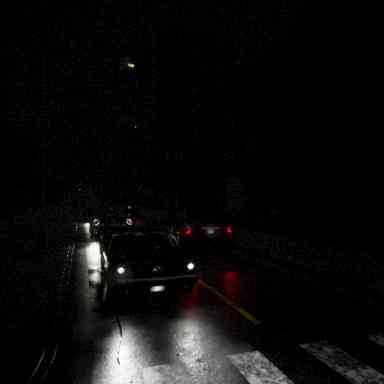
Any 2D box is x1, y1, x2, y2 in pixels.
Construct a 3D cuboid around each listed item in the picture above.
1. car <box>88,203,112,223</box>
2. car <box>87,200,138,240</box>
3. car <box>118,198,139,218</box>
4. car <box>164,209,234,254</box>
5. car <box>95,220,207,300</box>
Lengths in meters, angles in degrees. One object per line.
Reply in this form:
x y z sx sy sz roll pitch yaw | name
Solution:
-8.308 1.793 29.735 1.882 1.535 5.008 1 -1 -18 | car
-4.492 1.509 18.195 2.097 1.767 4.553 1 -1 -18 | car
-6.935 1.641 34.949 2.150 2.045 5.566 1 -1 -18 | car
-0.007 1.490 14.031 2.097 1.767 4.553 1 -1 -18 | car
-1.391 1.655 8.802 1.895 1.301 4.718 1 -1 -18 | car
